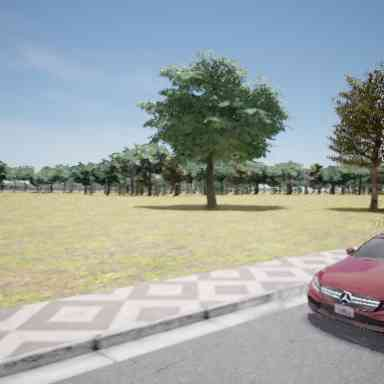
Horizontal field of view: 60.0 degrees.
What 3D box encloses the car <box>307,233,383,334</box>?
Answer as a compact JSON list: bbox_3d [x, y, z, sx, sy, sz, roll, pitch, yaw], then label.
[{"bbox_3d":[4.190,1.526,6.369,4.674,1.442,1.812,0,0,-36],"label":"car"}]
